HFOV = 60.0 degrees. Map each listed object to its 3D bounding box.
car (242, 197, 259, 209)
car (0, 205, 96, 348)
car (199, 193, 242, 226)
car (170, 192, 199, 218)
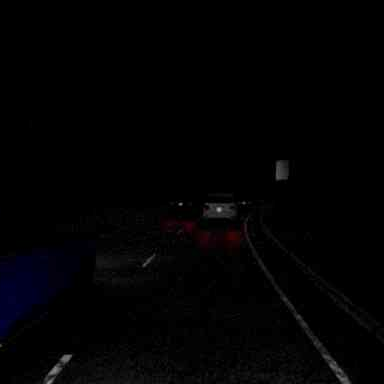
[{"bbox_3d":[6.981,1.326,41.061,2.033,1.411,5.357,0,0,20],"label":"car"},{"bbox_3d":[-3.246,1.188,4.923,2.150,2.045,5.566,0,0,2],"label":"car"},{"bbox_3d":[2.079,1.096,22.639,2.150,2.045,5.566,0,1,9],"label":"car"},{"bbox_3d":[-0.291,1.053,28.644,2.150,2.045,5.566,0,0,12],"label":"car"}]
